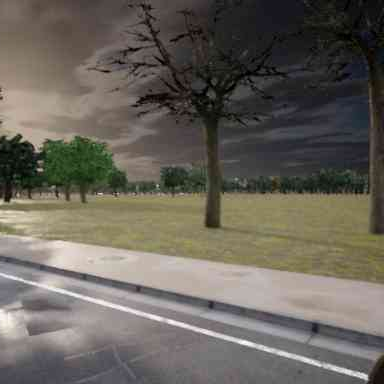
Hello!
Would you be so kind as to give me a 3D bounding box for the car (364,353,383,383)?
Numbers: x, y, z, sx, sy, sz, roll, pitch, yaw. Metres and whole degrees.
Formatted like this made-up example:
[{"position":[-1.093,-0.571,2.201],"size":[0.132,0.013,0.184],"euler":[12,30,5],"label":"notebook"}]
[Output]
[{"position":[3.298,1.414,1.205],"size":[4.856,1.649,2.033],"euler":[-1,0,36],"label":"car"}]
